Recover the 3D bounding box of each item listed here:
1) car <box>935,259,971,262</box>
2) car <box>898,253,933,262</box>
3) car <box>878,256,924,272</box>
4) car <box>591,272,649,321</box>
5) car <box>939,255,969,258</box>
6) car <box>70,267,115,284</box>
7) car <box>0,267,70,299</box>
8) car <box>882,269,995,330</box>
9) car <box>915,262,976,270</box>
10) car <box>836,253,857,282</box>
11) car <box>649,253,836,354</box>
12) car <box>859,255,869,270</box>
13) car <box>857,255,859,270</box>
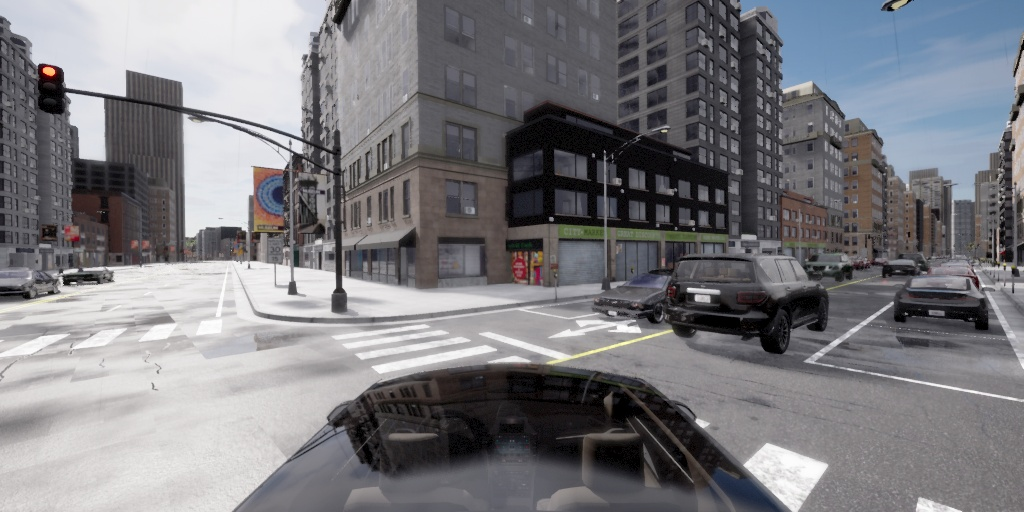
[{"bbox_3d":[30.487,1.104,24.689,4.507,1.381,1.888,0,0,-38],"label":"car"},{"bbox_3d":[40.174,0.733,35.961,5.566,2.045,2.150,0,0,-38],"label":"car"},{"bbox_3d":[32.088,1.025,29.515,5.008,1.535,1.882,0,0,-38],"label":"car"},{"bbox_3d":[5.033,1.270,12.160,5.357,1.411,2.033,0,0,-38],"label":"car"},{"bbox_3d":[43.810,0.937,35.224,4.097,1.591,1.967,0,0,-38],"label":"car"},{"bbox_3d":[-32.697,1.502,27.750,1.895,1.301,4.718,-1,0,-38],"label":"car"},{"bbox_3d":[-25.346,1.428,18.394,2.033,1.411,5.357,-1,0,-38],"label":"car"},{"bbox_3d":[12.723,1.228,10.643,4.403,1.370,2.007,0,0,-38],"label":"car"},{"bbox_3d":[21.605,1.158,17.667,4.507,1.381,1.888,0,0,-38],"label":"car"},{"bbox_3d":[23.714,0.810,26.915,5.566,2.045,2.150,-1,0,-39],"label":"car"},{"bbox_3d":[5.989,0.944,8.964,5.566,2.045,2.150,0,0,-38],"label":"car"},{"bbox_3d":[42.967,0.817,45.426,5.009,1.841,2.192,0,0,-38],"label":"car"},{"bbox_3d":[38.526,0.957,41.915,4.097,1.591,1.967,0,0,-38],"label":"car"}]
